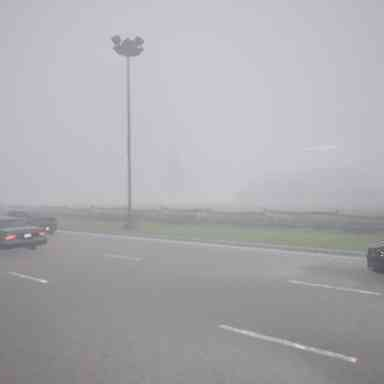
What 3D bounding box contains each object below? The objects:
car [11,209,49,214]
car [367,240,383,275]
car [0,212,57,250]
[{"bbox_3d":[-9.948,1.784,19.679,4.892,1.490,1.837,0,0,35],"label":"car"},{"bbox_3d":[6.858,1.461,7.700,5.008,1.535,1.882,-1,-1,35],"label":"car"},{"bbox_3d":[-8.371,1.762,14.257,5.357,1.411,2.033,-1,-1,35],"label":"car"}]
